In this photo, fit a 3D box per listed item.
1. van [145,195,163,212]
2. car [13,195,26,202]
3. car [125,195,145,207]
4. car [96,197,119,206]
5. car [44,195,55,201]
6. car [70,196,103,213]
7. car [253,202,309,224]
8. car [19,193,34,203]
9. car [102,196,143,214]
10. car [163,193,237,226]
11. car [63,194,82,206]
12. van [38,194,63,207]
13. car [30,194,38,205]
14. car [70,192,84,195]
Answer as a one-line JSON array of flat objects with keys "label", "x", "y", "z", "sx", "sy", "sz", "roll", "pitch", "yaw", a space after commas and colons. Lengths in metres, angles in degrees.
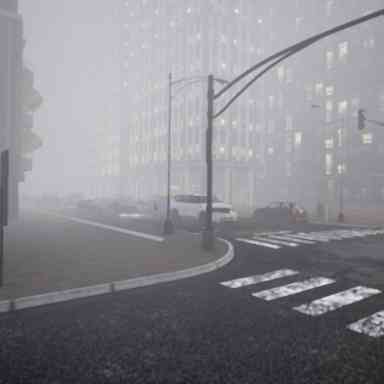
[{"label": "van", "x": -3.448, "y": 1.282, "z": 38.164, "sx": 1.690, "sy": 1.788, "sz": 3.998, "roll": 1, "pitch": -1, "yaw": -35}, {"label": "car", "x": -36.417, "y": 1.341, "z": 70.185, "sx": 1.947, "sy": 1.339, "sz": 4.313, "roll": 1, "pitch": -1, "yaw": -35}, {"label": "car", "x": -6.717, "y": 1.485, "z": 42.771, "sx": 2.008, "sy": 1.369, "sz": 4.403, "roll": 1, "pitch": -1, "yaw": -35}, {"label": "car", "x": -13.250, "y": 1.487, "z": 51.987, "sx": 1.947, "sy": 1.339, "sz": 4.313, "roll": 1, "pitch": -1, "yaw": -35}, {"label": "car", "x": -36.114, "y": 1.471, "z": 84.247, "sx": 1.802, "sy": 1.307, "sz": 4.206, "roll": 1, "pitch": -1, "yaw": -35}, {"label": "car", "x": -10.288, "y": 1.371, "z": 33.317, "sx": 2.008, "sy": 1.369, "sz": 4.403, "roll": 1, "pitch": -1, "yaw": -35}, {"label": "car", "x": 6.350, "y": 1.406, "z": 24.337, "sx": 1.967, "sy": 1.590, "sz": 4.097, "roll": 1, "pitch": -1, "yaw": -35}, {"label": "car", "x": -29.882, "y": 1.099, "z": 60.970, "sx": 2.192, "sy": 1.841, "sz": 5.009, "roll": 1, "pitch": -1, "yaw": -35}, {"label": "car", "x": -6.968, "y": 1.425, "z": 33.119, "sx": 1.994, "sy": 1.385, "sz": 4.181, "roll": 1, "pitch": -1, "yaw": -35}, {"label": "car", "x": 0.566, "y": 1.101, "z": 22.488, "sx": 2.150, "sy": 2.045, "sz": 5.566, "roll": 1, "pitch": -1, "yaw": -35}, {"label": "car", "x": -18.447, "y": 1.385, "z": 49.467, "sx": 2.033, "sy": 1.411, "sz": 5.357, "roll": 1, "pitch": -1, "yaw": -35}, {"label": "van", "x": -20.083, "y": 1.141, "z": 47.144, "sx": 1.690, "sy": 1.788, "sz": 3.998, "roll": 1, "pitch": -1, "yaw": -35}, {"label": "car", "x": -23.353, "y": 1.376, "z": 51.751, "sx": 1.802, "sy": 1.307, "sz": 4.206, "roll": 1, "pitch": -1, "yaw": -35}, {"label": "car", "x": -19.890, "y": 1.096, "z": 56.713, "sx": 2.150, "sy": 2.045, "sz": 5.566, "roll": 1, "pitch": -1, "yaw": -35}]
